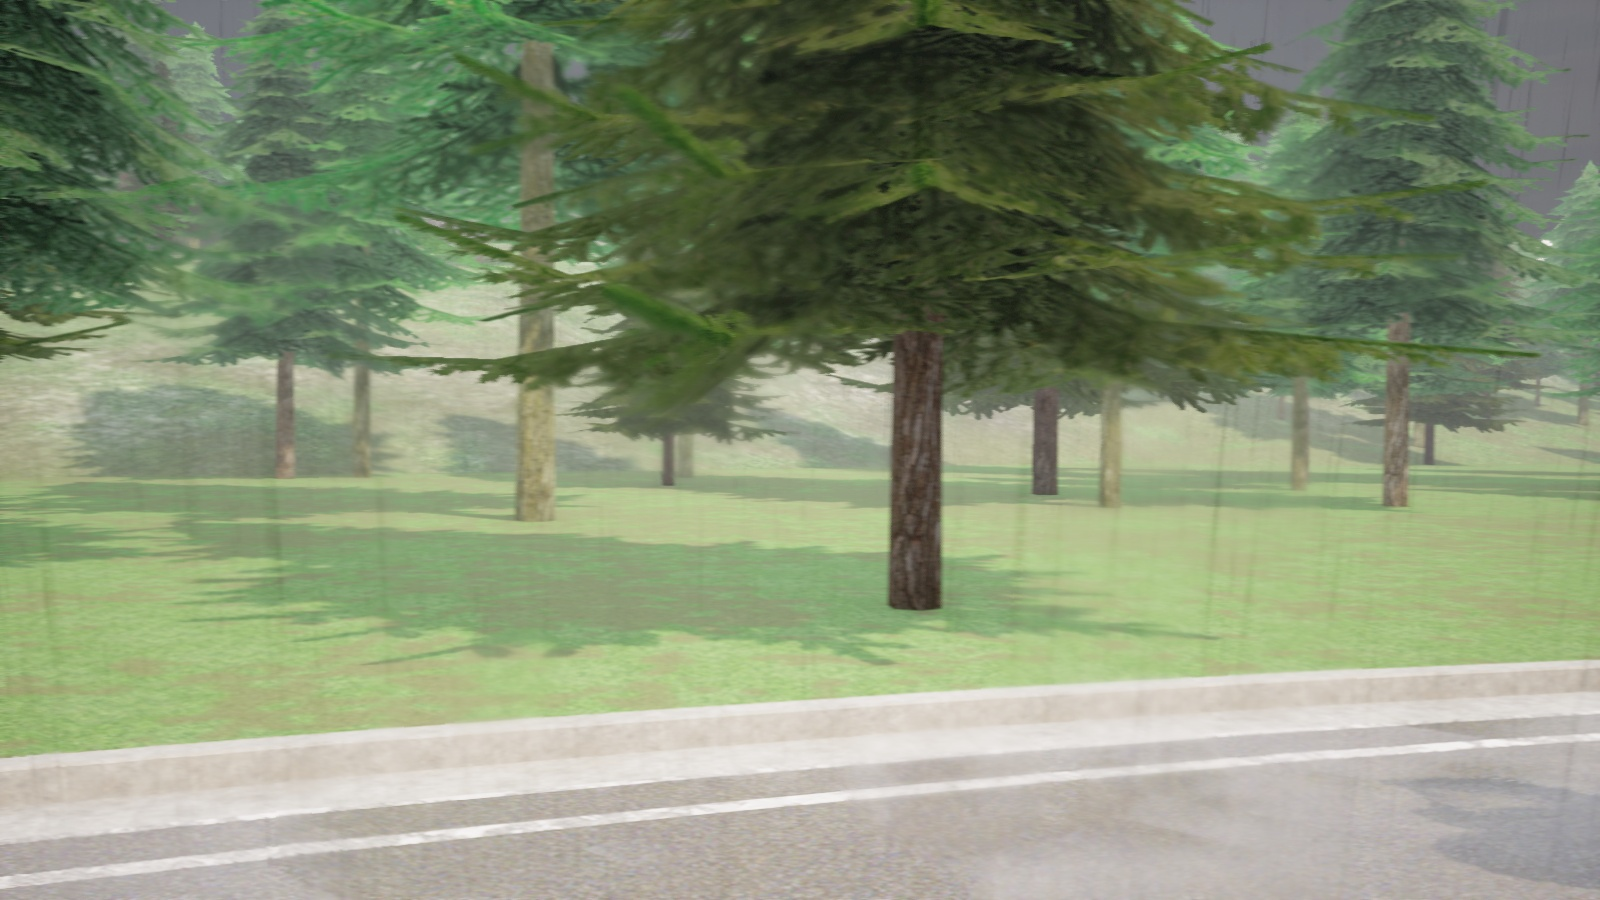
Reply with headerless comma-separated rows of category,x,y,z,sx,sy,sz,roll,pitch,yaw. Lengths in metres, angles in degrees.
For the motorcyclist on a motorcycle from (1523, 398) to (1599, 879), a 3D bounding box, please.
motorcyclist on a motorcycle,3.887,0.629,4.532,2.350,1.649,0.766,-1,2,-15
